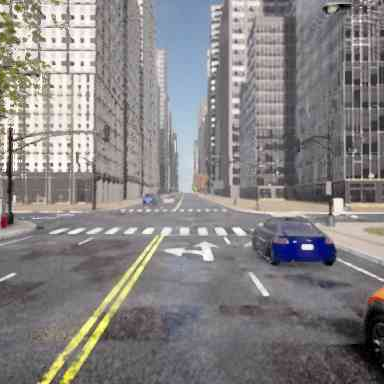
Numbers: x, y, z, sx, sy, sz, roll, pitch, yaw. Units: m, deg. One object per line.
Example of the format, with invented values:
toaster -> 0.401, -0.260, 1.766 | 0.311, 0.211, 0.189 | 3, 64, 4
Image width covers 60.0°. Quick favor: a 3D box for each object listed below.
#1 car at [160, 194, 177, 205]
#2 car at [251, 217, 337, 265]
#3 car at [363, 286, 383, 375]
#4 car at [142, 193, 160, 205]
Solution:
car -> -4.000, 1.513, 57.488 | 1.812, 1.442, 4.674 | 0, 0, 0
car -> 3.349, 1.567, 11.652 | 1.994, 1.385, 4.181 | 0, 0, 0
car -> 3.349, 1.353, 2.635 | 2.097, 1.767, 4.553 | 0, 0, 0
car -> -7.248, 1.207, 57.489 | 2.150, 2.045, 5.566 | 0, 0, 0
